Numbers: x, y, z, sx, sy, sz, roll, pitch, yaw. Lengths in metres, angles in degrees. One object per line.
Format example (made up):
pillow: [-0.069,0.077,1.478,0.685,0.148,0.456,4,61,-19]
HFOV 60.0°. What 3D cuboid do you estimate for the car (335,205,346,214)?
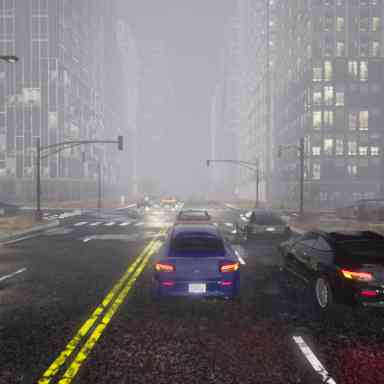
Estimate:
car: [16.744,1.680,33.661,4.181,1.385,1.994,1,1,1]

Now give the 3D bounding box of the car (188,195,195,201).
car: [-0.117,1.466,78.940,2.033,1.411,5.357,0,0,0]

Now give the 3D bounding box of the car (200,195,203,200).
car: [3.115,1.460,90.632,1.994,1.385,4.181,0,0,0]

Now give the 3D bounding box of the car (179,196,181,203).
car: [-3.414,1.554,58.578,1.895,1.301,4.718,0,0,0]

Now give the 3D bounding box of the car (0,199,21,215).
car: [-18.506,1.358,30.974,4.892,1.490,1.837,1,1,2]

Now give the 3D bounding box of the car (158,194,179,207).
car: [-3.416,1.442,49.199,1.882,1.535,5.008,0,0,0]

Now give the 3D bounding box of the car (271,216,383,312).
car: [3.340,1.522,7.571,1.812,1.442,4.674,0,0,0]

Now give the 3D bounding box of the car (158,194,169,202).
car: [-6.614,1.285,76.818,2.097,1.767,4.553,0,0,0]

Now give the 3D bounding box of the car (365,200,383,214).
car: [21.757,1.643,36.178,4.829,1.417,1.752,1,0,1]

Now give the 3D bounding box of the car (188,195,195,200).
car: [-0.132,1.505,89.096,1.895,1.301,4.718,0,0,0]

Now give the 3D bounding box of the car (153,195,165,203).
car: [-6.623,1.448,66.893,1.837,1.490,4.892,0,0,0]

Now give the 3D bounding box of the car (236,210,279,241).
car: [3.330,1.555,16.140,1.994,1.385,4.181,0,0,-1]

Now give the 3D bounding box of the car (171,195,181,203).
car: [-3.353,1.418,69.106,1.882,1.535,5.008,0,0,0]

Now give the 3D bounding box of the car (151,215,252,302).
car: [0.089,1.522,8.136,1.812,1.442,4.674,0,0,0]

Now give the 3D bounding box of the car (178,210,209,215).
car: [0.077,1.591,17.302,1.895,1.301,4.718,0,0,0]

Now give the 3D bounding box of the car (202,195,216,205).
car: [3.245,1.554,58.950,1.895,1.301,4.718,0,0,0]

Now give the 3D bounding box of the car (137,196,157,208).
car: [-6.668,1.513,47.801,2.033,1.411,5.357,0,0,0]

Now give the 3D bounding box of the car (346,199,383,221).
car: [16.161,1.520,27.883,5.009,1.841,2.192,1,0,1]

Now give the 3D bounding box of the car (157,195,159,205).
car: [-6.666,1.460,57.539,1.837,1.490,4.892,0,0,0]
